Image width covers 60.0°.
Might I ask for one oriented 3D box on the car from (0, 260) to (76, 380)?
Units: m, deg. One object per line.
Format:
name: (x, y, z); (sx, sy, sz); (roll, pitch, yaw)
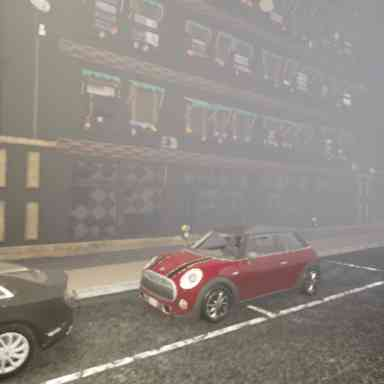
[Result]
car: (-3.693, 1.542, 3.913); (4.403, 1.369, 2.008); (1, 0, -35)

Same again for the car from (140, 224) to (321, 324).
car: (0.929, 1.489, 7.202); (4.097, 1.590, 1.967); (1, 0, -35)
